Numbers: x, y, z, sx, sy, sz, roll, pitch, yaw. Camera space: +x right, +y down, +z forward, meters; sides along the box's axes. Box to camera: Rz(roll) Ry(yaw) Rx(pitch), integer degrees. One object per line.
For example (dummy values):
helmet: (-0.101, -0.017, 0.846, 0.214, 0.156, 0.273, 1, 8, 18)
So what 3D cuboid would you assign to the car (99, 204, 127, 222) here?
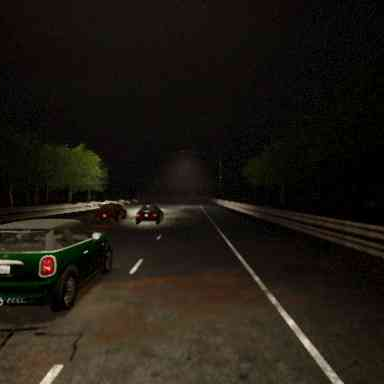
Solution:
car: (-6.928, 1.765, 28.806, 1.882, 1.535, 5.008, 0, -1, 0)

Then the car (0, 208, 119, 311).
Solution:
car: (-3.407, 1.434, 8.093, 2.097, 1.767, 4.553, 0, -1, 0)

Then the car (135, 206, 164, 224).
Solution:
car: (-3.424, 1.821, 27.461, 2.033, 1.411, 5.357, 0, -1, 0)
